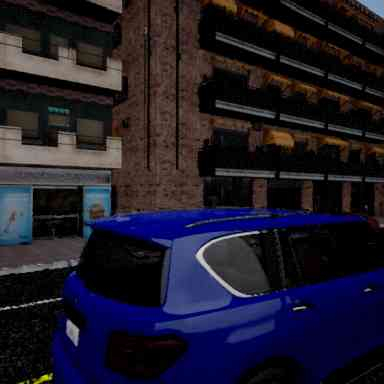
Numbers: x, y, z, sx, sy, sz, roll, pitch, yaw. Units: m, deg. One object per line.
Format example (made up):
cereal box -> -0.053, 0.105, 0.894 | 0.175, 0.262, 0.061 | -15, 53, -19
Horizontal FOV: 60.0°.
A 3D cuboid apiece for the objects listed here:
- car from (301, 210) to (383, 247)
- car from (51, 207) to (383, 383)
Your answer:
car -> 7.172, 1.583, 15.538 | 4.206, 1.307, 1.802 | 0, 0, -35
car -> 1.199, 1.223, 4.288 | 5.566, 2.045, 2.150 | 0, 0, -36
